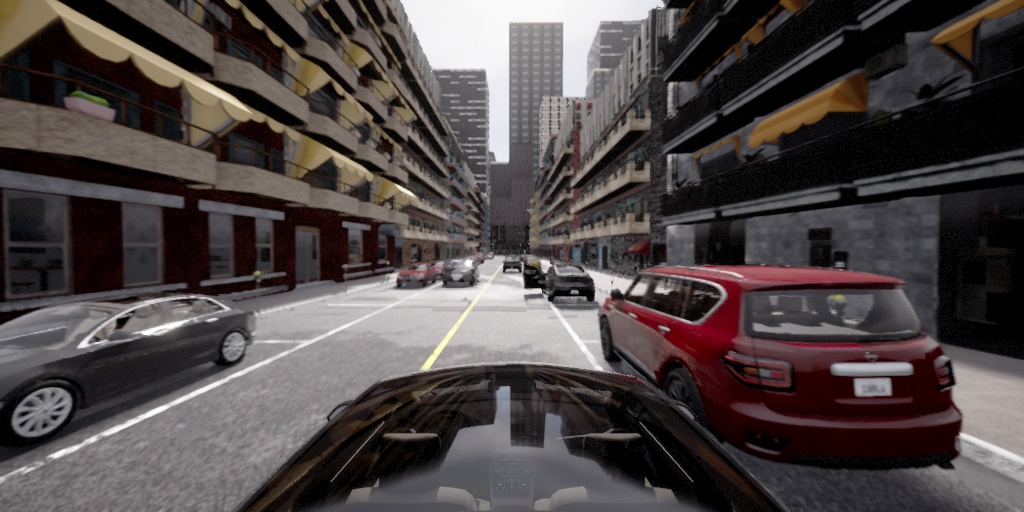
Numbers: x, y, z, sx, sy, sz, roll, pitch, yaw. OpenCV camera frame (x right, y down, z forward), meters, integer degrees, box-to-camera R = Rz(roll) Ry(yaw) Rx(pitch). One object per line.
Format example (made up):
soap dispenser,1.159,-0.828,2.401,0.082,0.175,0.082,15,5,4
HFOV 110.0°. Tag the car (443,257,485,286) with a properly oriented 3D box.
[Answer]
car,-3.099,0.995,22.480,2.128,1.511,4.902,0,1,0

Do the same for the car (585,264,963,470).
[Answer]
car,2.688,1.025,5.056,2.192,1.841,5.009,0,0,0

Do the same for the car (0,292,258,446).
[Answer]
car,-5.700,1.260,5.083,2.007,1.370,4.403,0,0,0

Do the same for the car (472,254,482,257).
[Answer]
car,-5.704,0.731,49.896,2.007,1.370,4.403,0,0,0

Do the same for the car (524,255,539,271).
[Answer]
car,2.678,0.773,44.438,1.751,1.417,4.829,0,0,0

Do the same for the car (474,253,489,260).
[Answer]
car,-5.707,0.364,61.099,2.192,1.841,5.009,0,0,0

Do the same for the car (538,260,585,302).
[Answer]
car,2.351,1.087,15.882,1.837,1.490,4.892,0,1,0

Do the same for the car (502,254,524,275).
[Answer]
car,0.019,0.842,36.683,1.837,1.490,4.892,0,1,1

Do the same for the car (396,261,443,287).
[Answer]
car,-5.697,1.093,21.888,1.802,1.307,4.207,0,0,0
